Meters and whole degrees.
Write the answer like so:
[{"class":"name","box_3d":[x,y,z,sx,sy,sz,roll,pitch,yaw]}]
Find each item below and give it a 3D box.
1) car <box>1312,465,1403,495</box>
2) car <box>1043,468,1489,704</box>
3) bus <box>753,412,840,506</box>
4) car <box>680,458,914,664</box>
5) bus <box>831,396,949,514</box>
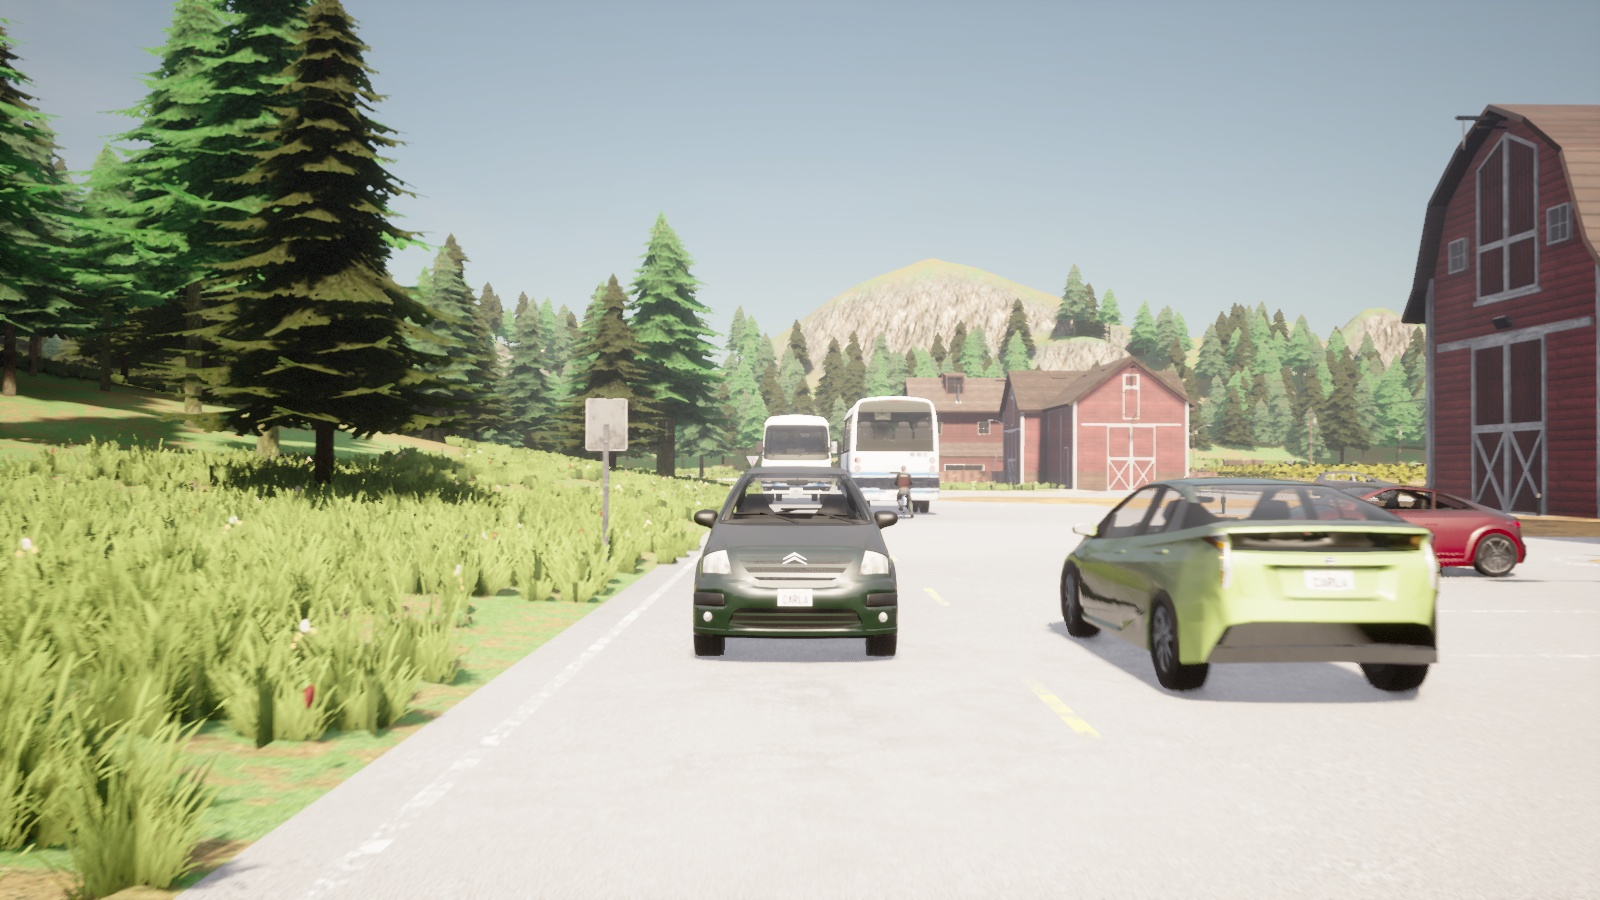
[{"class":"car","box_3d":[32.016,1.728,72.246,4.611,1.667,2.242,0,-1,19]},{"class":"car","box_3d":[3.474,0.922,10.444,2.007,1.525,4.514,0,-1,0]},{"class":"bus","box_3d":[-0.157,0.483,62.391,3.944,4.253,10.273,0,-1,0]},{"class":"car","box_3d":[-0.030,0.913,11.930,1.851,1.617,3.988,0,-1,0]},{"class":"bus","box_3d":[3.374,0.265,50.213,3.944,4.253,10.273,0,-1,0]}]
